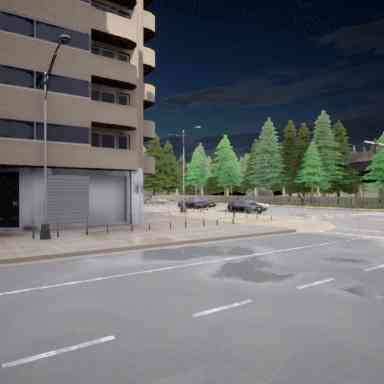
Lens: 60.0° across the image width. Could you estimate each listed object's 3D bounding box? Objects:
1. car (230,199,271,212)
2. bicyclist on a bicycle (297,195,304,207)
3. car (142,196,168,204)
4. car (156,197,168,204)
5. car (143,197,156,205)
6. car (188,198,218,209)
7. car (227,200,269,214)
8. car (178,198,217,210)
[{"bbox_3d":[6.805,1.545,39.186,1.895,1.301,4.718,0,0,-35],"label":"car"},{"bbox_3d":[15.151,1.245,46.458,1.656,1.620,0.582,0,0,-35],"label":"bicyclist on a bicycle"},{"bbox_3d":[-7.154,1.545,64.451,4.718,1.301,1.895,0,0,31],"label":"car"},{"bbox_3d":[-6.959,1.545,60.313,4.718,1.301,1.895,0,0,34],"label":"car"},{"bbox_3d":[-9.313,1.436,57.491,4.902,1.511,2.128,0,0,34],"label":"car"},{"bbox_3d":[1.549,1.508,46.461,1.994,1.385,4.181,0,0,-37],"label":"car"},{"bbox_3d":[5.569,1.508,34.802,1.994,1.385,4.181,0,0,-35],"label":"car"},{"bbox_3d":[0.310,1.492,42.460,2.033,1.411,5.357,0,0,-36],"label":"car"}]
